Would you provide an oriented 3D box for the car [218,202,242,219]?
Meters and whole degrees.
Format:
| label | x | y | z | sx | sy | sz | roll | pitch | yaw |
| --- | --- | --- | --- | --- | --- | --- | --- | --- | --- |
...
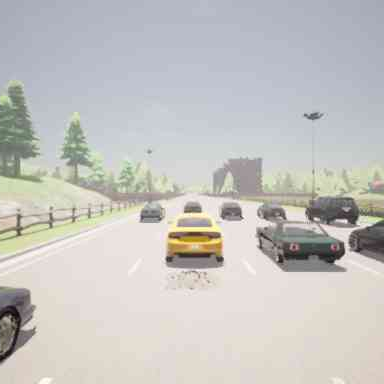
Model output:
| label | x | y | z | sx | sy | sz | roll | pitch | yaw |
| --- | --- | --- | --- | --- | --- | --- | --- | --- | --- |
| car | 3.589 | 1.677 | 31.450 | 1.837 | 1.490 | 4.892 | 0 | 0 | 0 |

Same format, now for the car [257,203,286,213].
| label | x | y | z | sx | sy | sz | roll | pitch | yaw |
| --- | --- | --- | --- | --- | --- | --- | --- | --- | --- |
| car | 7.089 | 1.688 | 29.973 | 1.812 | 1.442 | 4.674 | 0 | 0 | 0 |

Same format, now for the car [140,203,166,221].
| label | x | y | z | sx | sy | sz | roll | pitch | yaw |
| --- | --- | --- | --- | --- | --- | --- | --- | --- | --- |
| car | -3.411 | 1.707 | 29.359 | 2.033 | 1.411 | 5.357 | 0 | 0 | 0 |

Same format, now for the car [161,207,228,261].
| label | x | y | z | sx | sy | sz | roll | pitch | yaw |
| --- | --- | --- | --- | --- | --- | --- | --- | --- | --- |
| car | 0.087 | 1.547 | 12.651 | 1.882 | 1.535 | 5.008 | 0 | 0 | 0 |

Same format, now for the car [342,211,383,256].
| label | x | y | z | sx | sy | sz | roll | pitch | yaw |
| --- | --- | --- | --- | --- | --- | --- | --- | --- | --- |
| car | 7.096 | 1.586 | 11.191 | 1.812 | 1.442 | 4.674 | 0 | 0 | 0 |

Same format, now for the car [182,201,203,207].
| label | x | y | z | sx | sy | sz | roll | pitch | yaw |
| --- | --- | --- | --- | --- | --- | --- | --- | --- | --- |
| car | 0.084 | 1.692 | 34.085 | 1.837 | 1.490 | 4.892 | 0 | 0 | 0 |

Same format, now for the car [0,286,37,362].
| label | x | y | z | sx | sy | sz | roll | pitch | yaw |
| --- | --- | --- | --- | --- | --- | --- | --- | --- | --- |
| car | -3.401 | 1.564 | 2.841 | 2.033 | 1.411 | 5.357 | 0 | 0 | 0 |

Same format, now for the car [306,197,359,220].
| label | x | y | z | sx | sy | sz | roll | pitch | yaw |
| --- | --- | --- | --- | --- | --- | --- | --- | --- | --- |
| car | 10.590 | 1.361 | 25.471 | 2.150 | 2.045 | 5.566 | 0 | 0 | 0 |

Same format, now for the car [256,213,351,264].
| label | x | y | z | sx | sy | sz | roll | pitch | yaw |
| --- | --- | --- | --- | --- | --- | --- | --- | --- | --- |
| car | 3.596 | 1.667 | 12.035 | 1.895 | 1.301 | 4.718 | 0 | 0 | 0 |
